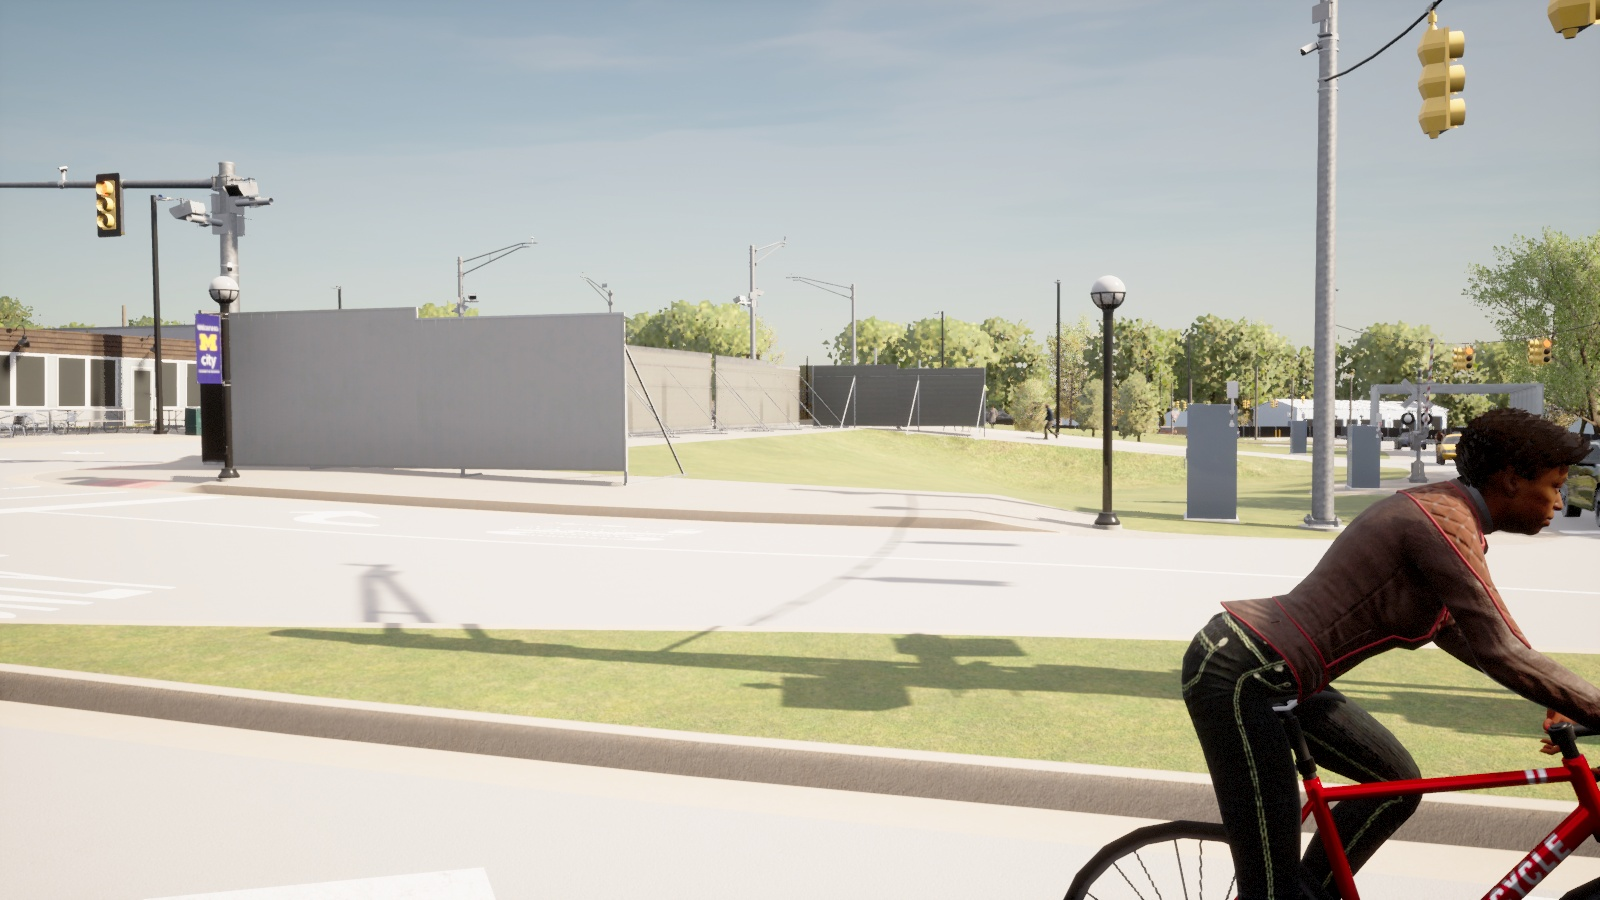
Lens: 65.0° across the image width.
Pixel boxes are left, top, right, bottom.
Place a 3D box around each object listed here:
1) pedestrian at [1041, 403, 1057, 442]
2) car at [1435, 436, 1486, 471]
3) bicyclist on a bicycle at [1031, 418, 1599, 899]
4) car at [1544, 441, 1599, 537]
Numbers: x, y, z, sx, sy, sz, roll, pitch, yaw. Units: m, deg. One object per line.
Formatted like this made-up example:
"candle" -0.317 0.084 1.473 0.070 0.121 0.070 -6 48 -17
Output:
"pedestrian" 11.902 -1.321 60.067 0.726 1.842 0.402 1 3 10
"car" 31.370 0.131 59.767 1.801 1.575 5.366 1 1 24
"bicyclist on a bicycle" 1.377 0.746 2.727 1.656 1.620 0.582 1 1 18
"car" 14.572 0.611 21.736 2.128 1.511 4.902 0 1 21
